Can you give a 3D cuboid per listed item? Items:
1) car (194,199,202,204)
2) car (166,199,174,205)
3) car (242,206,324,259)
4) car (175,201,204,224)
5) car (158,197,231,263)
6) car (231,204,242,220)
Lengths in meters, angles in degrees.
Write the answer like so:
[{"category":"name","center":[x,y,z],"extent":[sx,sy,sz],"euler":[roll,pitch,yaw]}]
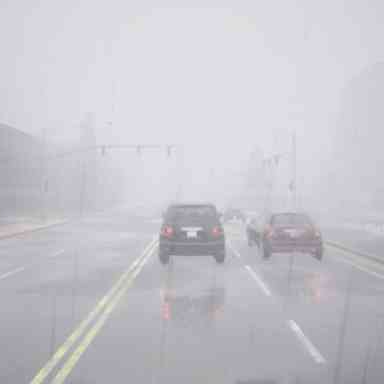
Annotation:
[{"category":"car","center":[1.505,2.462,88.795],"extent":[1.994,1.385,4.181],"euler":[0,-1,-2]},{"category":"car","center":[-5.299,2.434,81.320],"extent":[1.895,1.301,4.718],"euler":[0,-1,-2]},{"category":"car","center":[3.517,1.491,13.425],"extent":[2.097,1.767,4.553],"euler":[0,-1,0]},{"category":"car","center":[-0.346,1.646,28.441],"extent":[2.097,1.767,4.553],"euler":[0,-1,-5]},{"category":"car","center":[0.007,1.356,12.581],"extent":[2.150,2.045,5.566],"euler":[0,0,0]},{"category":"car","center":[3.657,1.803,28.572],"extent":[1.837,1.490,4.892],"euler":[0,0,7]}]
